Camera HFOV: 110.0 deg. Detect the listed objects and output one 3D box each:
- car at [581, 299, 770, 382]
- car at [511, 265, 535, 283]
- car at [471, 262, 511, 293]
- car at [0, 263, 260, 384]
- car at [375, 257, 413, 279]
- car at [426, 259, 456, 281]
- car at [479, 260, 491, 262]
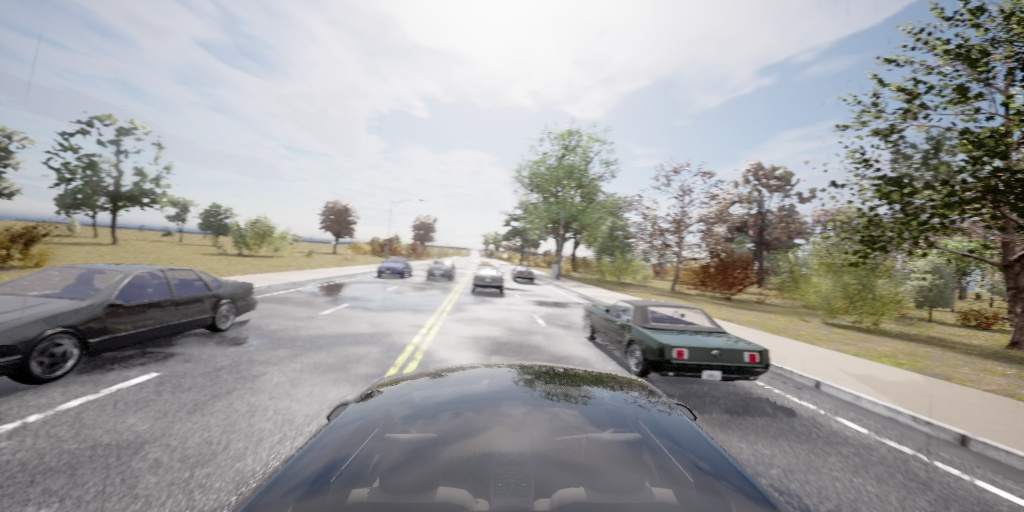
[{"bbox_3d":[3.019,1.613,7.931,1.895,1.301,4.718,4,0,-5],"label":"car"},{"bbox_3d":[0.907,1.565,32.404,2.033,1.411,5.357,4,0,-5],"label":"car"},{"bbox_3d":[-1.431,1.325,21.316,2.033,1.411,5.357,4,0,-4],"label":"car"},{"bbox_3d":[-6.739,0.835,6.117,2.033,1.411,5.357,4,0,-4],"label":"car"},{"bbox_3d":[-8.475,0.821,26.331,1.812,1.442,4.674,4,-1,-5],"label":"car"},{"bbox_3d":[-5.287,1.025,27.192,2.128,1.511,4.902,4,0,-4],"label":"car"},{"bbox_3d":[-3.281,1.254,43.215,1.882,1.535,5.008,4,0,-5],"label":"car"}]
